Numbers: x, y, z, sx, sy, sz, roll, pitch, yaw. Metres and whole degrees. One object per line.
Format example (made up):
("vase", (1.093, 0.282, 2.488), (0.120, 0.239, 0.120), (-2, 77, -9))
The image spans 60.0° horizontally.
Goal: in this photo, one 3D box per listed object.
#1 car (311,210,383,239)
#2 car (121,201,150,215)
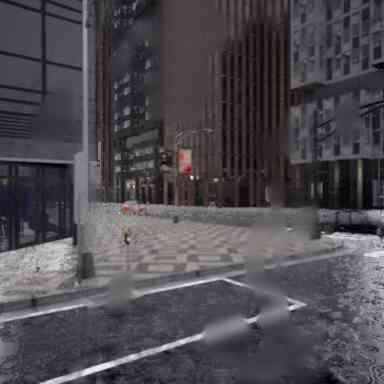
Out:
("car", (9.372, 1.738, 18.563), (2.033, 1.411, 5.357), (0, -1, -36))
("car", (-7.138, 1.905, 41.677), (2.097, 1.767, 4.553), (0, -1, -36))
